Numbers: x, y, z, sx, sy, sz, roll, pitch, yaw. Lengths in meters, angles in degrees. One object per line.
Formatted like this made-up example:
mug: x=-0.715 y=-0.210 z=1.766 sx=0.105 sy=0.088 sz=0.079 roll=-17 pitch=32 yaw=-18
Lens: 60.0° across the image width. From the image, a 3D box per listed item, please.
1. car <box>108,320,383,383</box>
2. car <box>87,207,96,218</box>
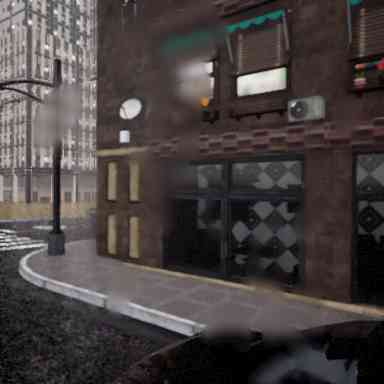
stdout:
car: x=1.263 y=1.564 z=1.983 sx=4.313 sy=1.339 sz=1.947 roll=1 pitch=0 yaw=35
car: x=-6.812 y=1.468 z=28.113 sx=2.008 sy=1.369 sz=4.403 roll=0 pitch=-1 yaw=35
